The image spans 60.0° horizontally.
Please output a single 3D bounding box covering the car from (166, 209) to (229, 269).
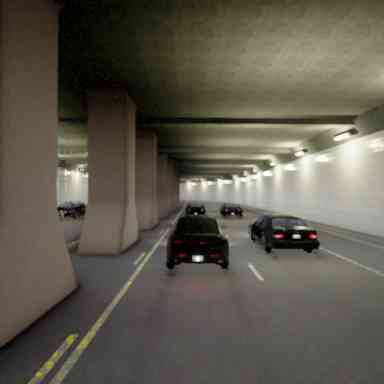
[{"bbox_3d":[0.184,1.556,11.408,1.837,1.490,4.892,0,0,0],"label":"car"}]

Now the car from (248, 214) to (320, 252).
[{"bbox_3d":[3.707,1.629,14.241,2.033,1.411,5.357,0,0,0],"label":"car"}]

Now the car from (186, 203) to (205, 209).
[{"bbox_3d":[0.367,1.750,33.503,1.895,1.301,4.718,0,0,0],"label":"car"}]

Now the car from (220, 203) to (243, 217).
[{"bbox_3d":[3.868,1.768,33.471,1.895,1.301,4.718,0,0,0],"label":"car"}]

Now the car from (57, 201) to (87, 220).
[{"bbox_3d":[-10.322,1.569,28.972,2.128,1.511,4.902,0,0,1],"label":"car"}]
